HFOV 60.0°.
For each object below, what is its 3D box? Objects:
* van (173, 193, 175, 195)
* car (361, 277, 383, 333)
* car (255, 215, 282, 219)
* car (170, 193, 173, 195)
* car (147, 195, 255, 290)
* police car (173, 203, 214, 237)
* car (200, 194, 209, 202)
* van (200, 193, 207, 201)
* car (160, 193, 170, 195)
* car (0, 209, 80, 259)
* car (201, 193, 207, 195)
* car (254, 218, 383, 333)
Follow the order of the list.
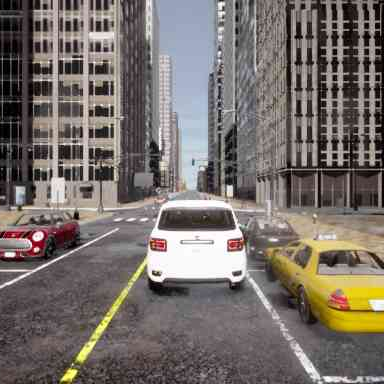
[{"bbox_3d":[-5.658,1.225,84.408,1.690,1.788,3.998,0,0,0],"label":"van"},{"bbox_3d":[2.692,1.551,1.065,2.008,1.369,4.403,0,0,0],"label":"car"},{"bbox_3d":[2.696,1.548,12.403,2.008,1.369,4.403,0,0,0],"label":"car"},{"bbox_3d":[-5.693,1.242,67.353,2.192,1.841,5.009,0,0,0],"label":"car"},{"bbox_3d":[0.103,1.220,9.189,2.150,2.045,5.566,0,0,0],"label":"car"},{"bbox_3d":[0.103,1.497,19.109,2.038,1.542,4.974,0,0,1],"label":"police car"},{"bbox_3d":[2.718,1.353,73.032,1.967,1.590,4.097,0,0,0],"label":"car"},{"bbox_3d":[2.720,1.239,78.716,1.690,1.788,3.998,0,0,0],"label":"van"},{"bbox_3d":[-5.762,1.380,61.668,1.967,1.590,4.097,0,0,0],"label":"car"},{"bbox_3d":[-5.684,1.437,12.405,1.967,1.590,4.097,0,0,0],"label":"car"},{"bbox_3d":[2.810,1.380,61.664,1.967,1.590,4.097,0,0,0],"label":"car"},{"bbox_3d":[2.694,1.525,6.905,1.752,1.417,4.829,0,0,0],"label":"car"}]
